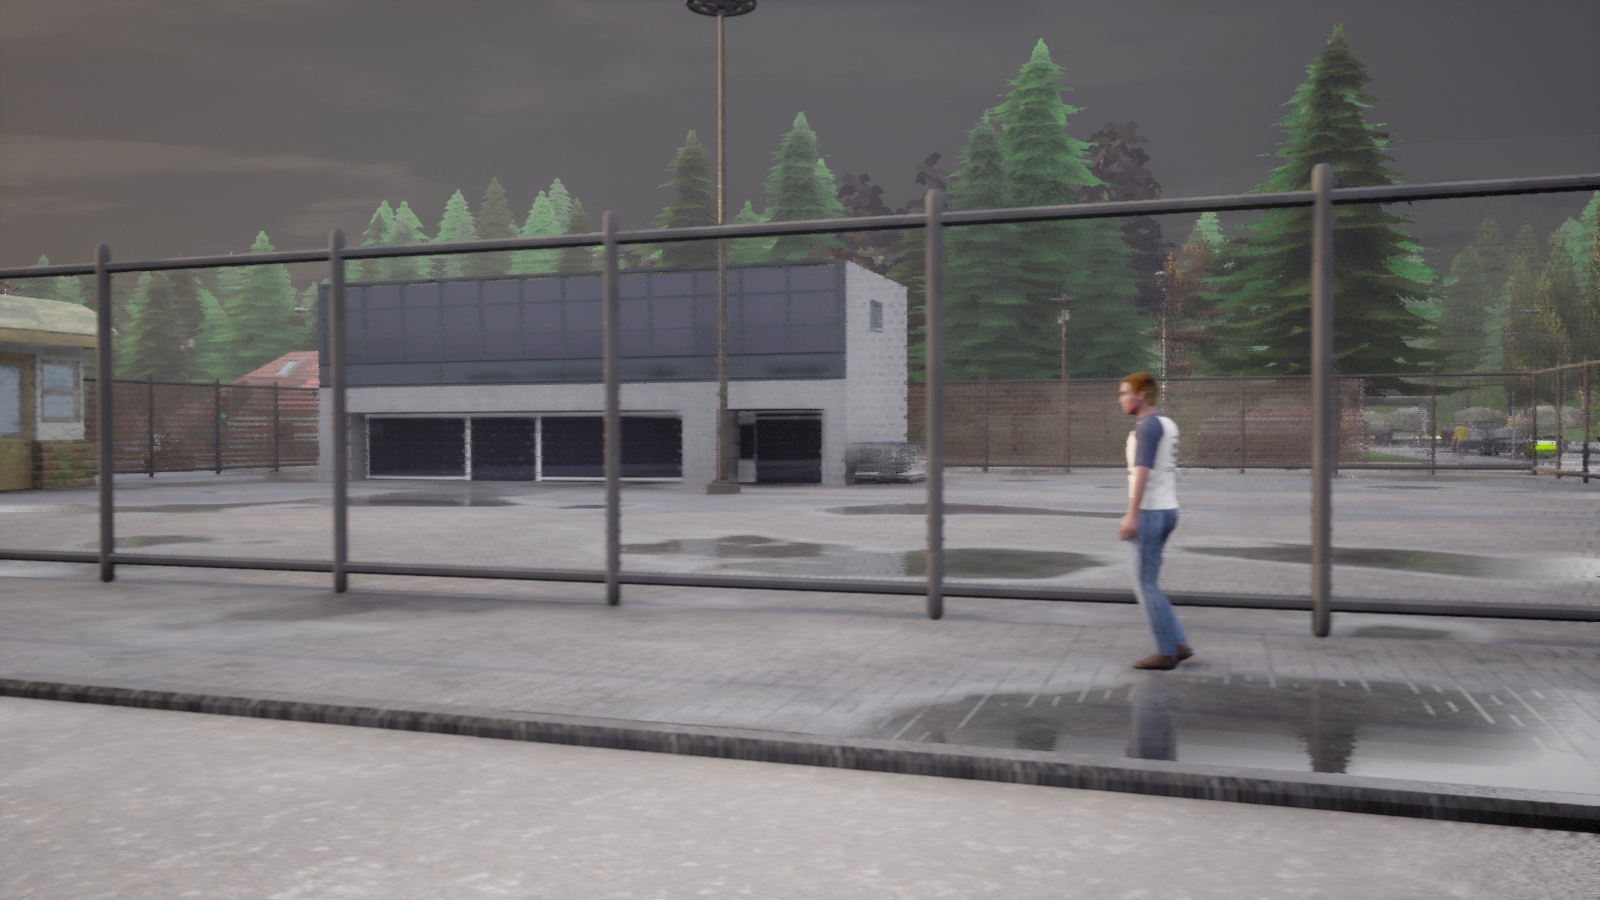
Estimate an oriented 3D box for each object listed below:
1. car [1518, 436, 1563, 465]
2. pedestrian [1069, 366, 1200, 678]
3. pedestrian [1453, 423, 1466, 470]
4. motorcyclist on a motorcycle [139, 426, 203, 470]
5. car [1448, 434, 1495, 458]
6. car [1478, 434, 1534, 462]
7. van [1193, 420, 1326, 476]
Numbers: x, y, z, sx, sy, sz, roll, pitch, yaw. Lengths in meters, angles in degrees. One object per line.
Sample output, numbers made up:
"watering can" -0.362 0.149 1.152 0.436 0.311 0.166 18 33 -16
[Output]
"car" 36.498 0.027 61.893 1.481 1.376 2.207 1 1 19
"pedestrian" 2.050 0.421 7.699 0.706 1.836 0.354 1 1 26
"pedestrian" 25.745 -0.136 49.036 0.354 1.836 0.706 1 1 21
"motorcyclist on a motorcycle" -24.399 -0.095 48.751 0.766 1.649 2.350 1 1 19
"car" 42.294 -0.277 79.149 1.837 1.490 4.892 1 1 19
"car" 39.082 -0.137 69.622 1.837 1.490 4.892 1 1 19
"van" 16.733 -0.093 45.895 4.442 1.987 1.775 1 1 19
